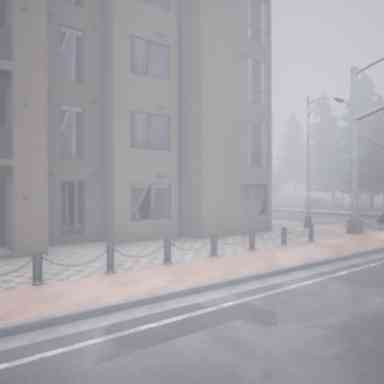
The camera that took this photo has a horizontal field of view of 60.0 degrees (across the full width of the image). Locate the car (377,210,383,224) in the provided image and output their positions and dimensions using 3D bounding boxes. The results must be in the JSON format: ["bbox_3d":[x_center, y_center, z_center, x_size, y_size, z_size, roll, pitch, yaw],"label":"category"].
[{"bbox_3d":[12.945,1.461,18.587,1.812,1.442,4.674,0,1,-35],"label":"car"}]
